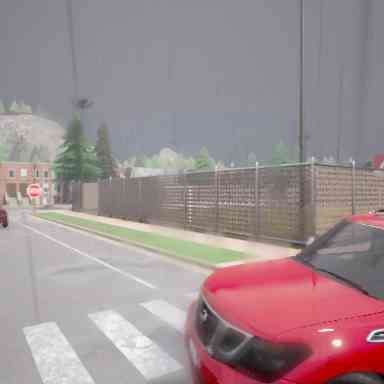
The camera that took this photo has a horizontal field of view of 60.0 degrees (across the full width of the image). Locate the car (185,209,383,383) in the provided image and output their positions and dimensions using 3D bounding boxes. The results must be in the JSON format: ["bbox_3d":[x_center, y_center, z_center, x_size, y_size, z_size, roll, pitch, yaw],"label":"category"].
[{"bbox_3d":[2.733,1.253,3.873,5.566,2.045,2.150,0,2,-11],"label":"car"}]

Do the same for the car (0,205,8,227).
[{"bbox_3d":[-13.279,1.480,21.689,1.882,1.535,5.008,0,0,-35],"label":"car"}]
